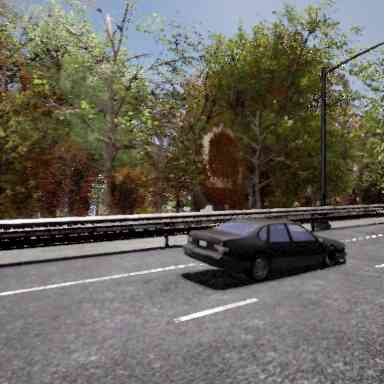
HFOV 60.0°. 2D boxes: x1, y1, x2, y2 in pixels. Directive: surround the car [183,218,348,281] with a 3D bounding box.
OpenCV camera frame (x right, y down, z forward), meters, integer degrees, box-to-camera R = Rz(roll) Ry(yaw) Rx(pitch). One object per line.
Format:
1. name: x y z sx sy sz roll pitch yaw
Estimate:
1. car: 2.355 1.496 9.833 5.357 1.411 2.033 4 0 -34
